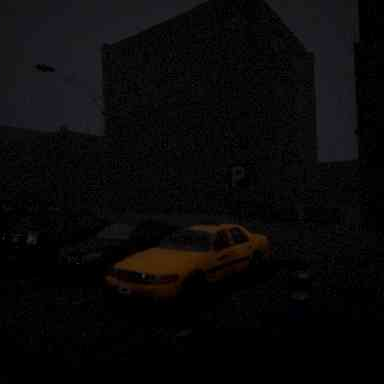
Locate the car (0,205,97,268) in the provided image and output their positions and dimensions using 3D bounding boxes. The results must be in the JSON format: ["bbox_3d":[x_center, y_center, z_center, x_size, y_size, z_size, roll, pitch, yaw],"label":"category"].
[{"bbox_3d":[-4.127,1.463,11.868,2.185,1.767,4.553,-1,-1,36],"label":"car"}]

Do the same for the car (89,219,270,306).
[{"bbox_3d":[0.270,1.521,8.536,1.946,1.575,5.366,-1,0,36],"label":"car"}]

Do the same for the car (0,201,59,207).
[{"bbox_3d":[-6.335,1.375,13.520,2.435,2.045,5.566,-1,-1,36],"label":"car"}]

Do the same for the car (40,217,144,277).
[{"bbox_3d":[-1.863,1.595,10.293,2.002,1.452,4.674,-1,-1,36],"label":"car"}]
